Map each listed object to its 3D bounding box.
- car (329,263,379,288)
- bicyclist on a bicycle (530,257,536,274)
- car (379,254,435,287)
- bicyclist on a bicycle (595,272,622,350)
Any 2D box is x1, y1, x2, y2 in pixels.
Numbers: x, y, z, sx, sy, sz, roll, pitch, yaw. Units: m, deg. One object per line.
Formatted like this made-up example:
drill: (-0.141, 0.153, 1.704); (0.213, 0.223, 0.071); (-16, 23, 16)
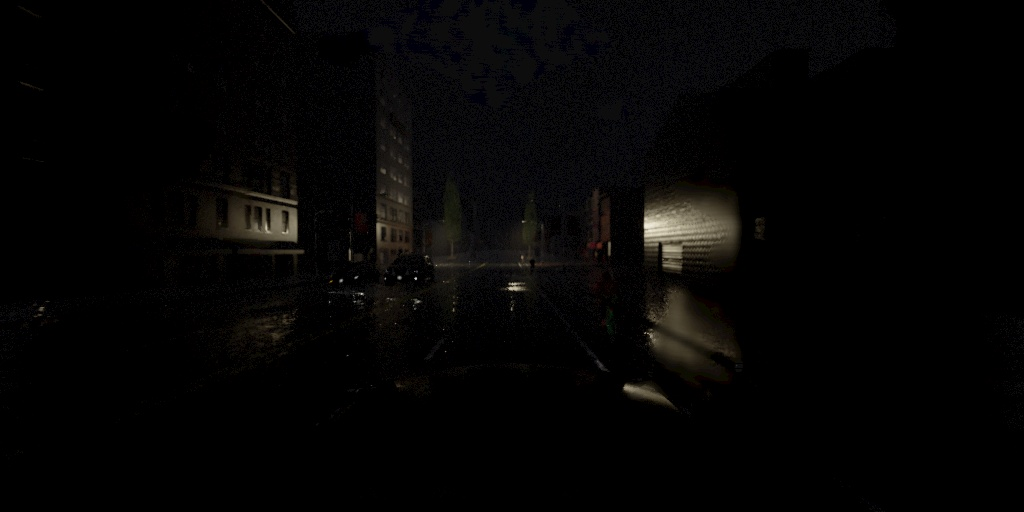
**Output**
car: (-9.902, 1.198, 23.200); (1.837, 1.490, 4.892); (0, 0, 0)
bicyclist on a bicycle: (2.084, 0.993, 36.314); (0.659, 1.776, 1.843); (0, 0, 0)
car: (-6.656, 0.911, 23.981); (2.150, 2.045, 5.566); (0, 0, 0)
bicyclist on a bicycle: (2.187, 1.194, 8.142); (0.582, 1.620, 1.656); (0, 0, 0)
